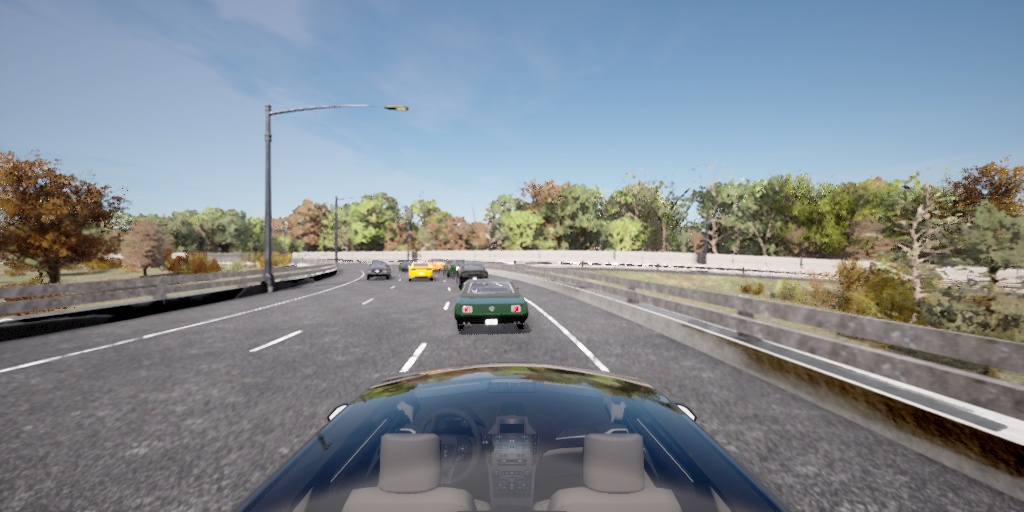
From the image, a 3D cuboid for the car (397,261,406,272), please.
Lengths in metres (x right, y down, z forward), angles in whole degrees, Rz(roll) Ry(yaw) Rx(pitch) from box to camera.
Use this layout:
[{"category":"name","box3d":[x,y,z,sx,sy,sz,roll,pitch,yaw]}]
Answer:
[{"category":"car","box3d":[-13.386,1.309,45.744,1.994,1.385,4.181,0,0,-24]}]

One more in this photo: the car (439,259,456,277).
[{"category":"car","box3d":[-5.685,1.094,35.487,2.097,1.767,4.553,0,0,-17]}]

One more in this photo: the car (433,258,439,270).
[{"category":"car","box3d":[-9.991,1.094,46.663,2.097,1.767,4.553,0,0,-24]}]

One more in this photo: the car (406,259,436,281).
[{"category":"car","box3d":[-7.794,1.224,30.549,1.882,1.535,5.008,0,0,-16]}]

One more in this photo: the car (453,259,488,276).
[{"category":"car","box3d":[-2.737,1.222,24.289,1.882,1.535,5.008,0,0,-11]}]

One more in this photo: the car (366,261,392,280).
[{"category":"car","box3d":[-11.717,1.296,31.733,2.033,1.411,5.357,0,0,-16]}]

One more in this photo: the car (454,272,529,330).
[{"category":"car","box3d":[-0.701,1.348,11.106,1.895,1.301,4.718,0,0,-5]}]
